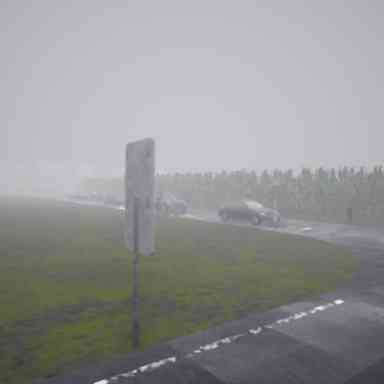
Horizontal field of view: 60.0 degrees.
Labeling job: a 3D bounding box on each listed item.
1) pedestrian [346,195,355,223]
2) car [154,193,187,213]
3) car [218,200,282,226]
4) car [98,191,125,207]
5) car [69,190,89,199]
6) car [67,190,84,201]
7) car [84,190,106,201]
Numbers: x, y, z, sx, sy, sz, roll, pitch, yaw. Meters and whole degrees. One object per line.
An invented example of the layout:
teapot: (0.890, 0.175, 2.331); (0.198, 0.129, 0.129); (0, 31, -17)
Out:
pedestrian: (10.437, 1.103, 21.964); (0.375, 1.860, 0.375); (2, -1, -36)
car: (-2.336, 0.883, 29.516); (2.097, 1.767, 4.553); (1, 1, -36)
car: (3.551, 1.236, 21.249); (1.812, 1.442, 4.674); (1, 1, -34)
car: (-8.563, 0.890, 38.203); (2.033, 1.411, 5.357); (1, 1, -35)
car: (-20.351, 0.435, 59.658); (2.128, 1.511, 4.902); (1, 1, -36)
car: (-17.464, 0.729, 50.756); (1.895, 1.301, 4.718); (1, 1, -36)
car: (-14.431, 0.470, 51.417); (2.097, 1.767, 4.553); (1, 1, -36)
